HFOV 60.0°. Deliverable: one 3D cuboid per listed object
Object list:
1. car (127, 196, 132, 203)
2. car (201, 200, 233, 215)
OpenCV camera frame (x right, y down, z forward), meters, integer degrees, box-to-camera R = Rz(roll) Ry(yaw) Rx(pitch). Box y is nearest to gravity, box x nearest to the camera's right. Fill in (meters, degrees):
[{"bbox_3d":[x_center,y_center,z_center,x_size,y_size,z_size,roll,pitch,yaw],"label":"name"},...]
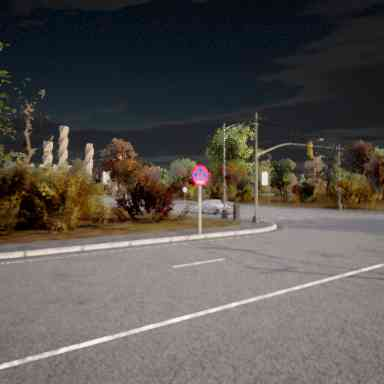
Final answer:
[{"bbox_3d":[-10.562,1.306,53.899,2.033,1.411,5.357,0,1,-33],"label":"car"},{"bbox_3d":[2.349,1.500,33.380,1.812,1.442,4.674,0,0,-32],"label":"car"}]
